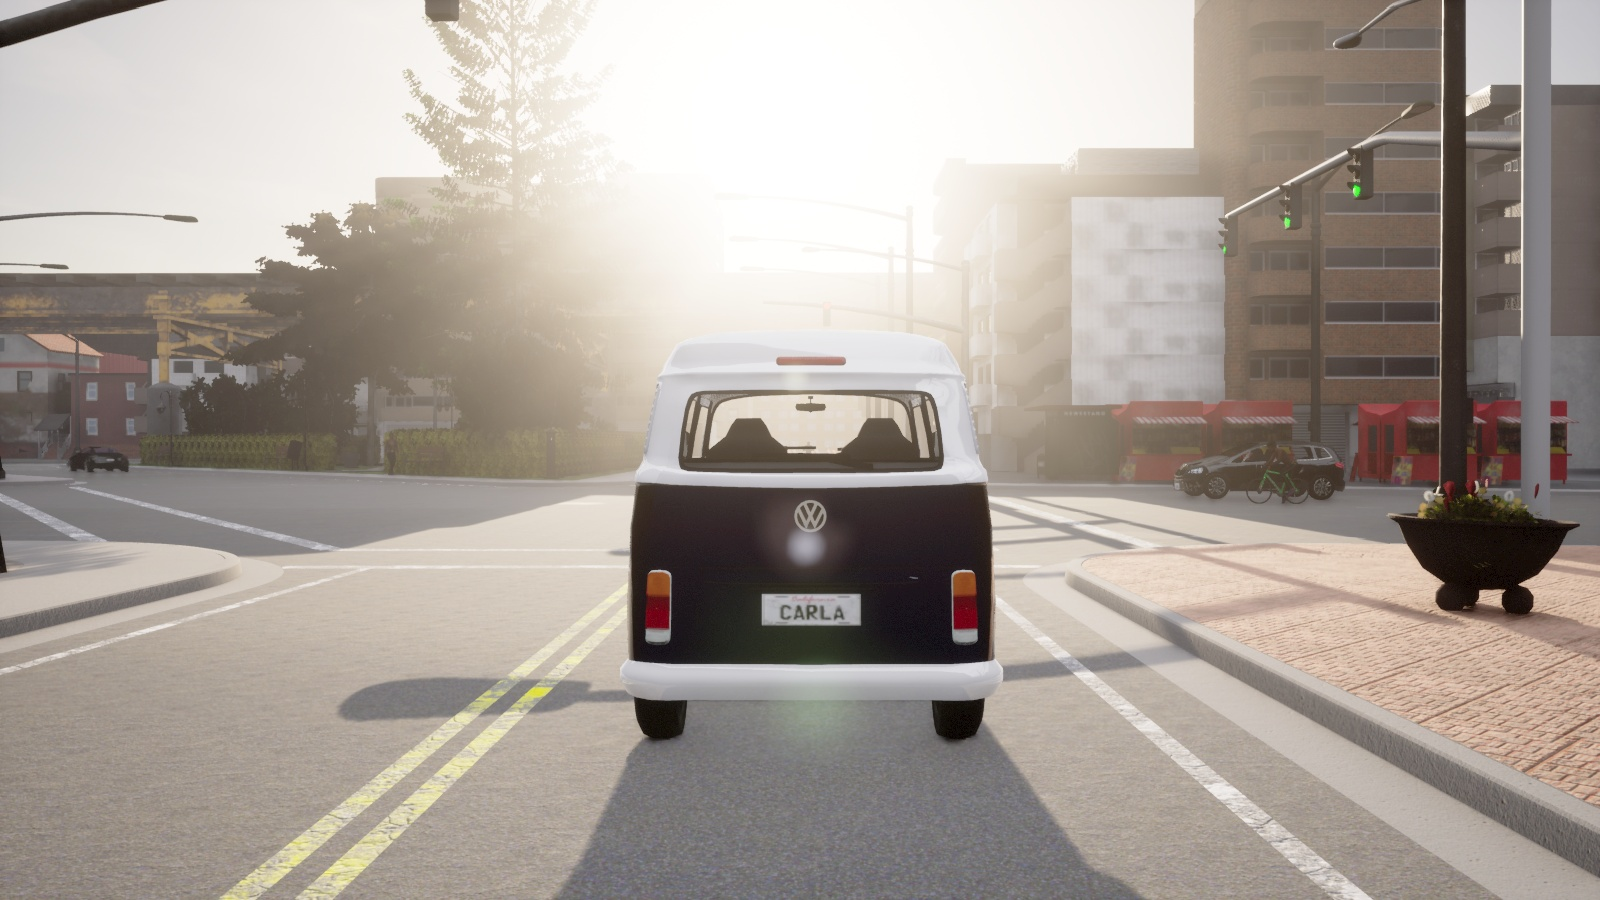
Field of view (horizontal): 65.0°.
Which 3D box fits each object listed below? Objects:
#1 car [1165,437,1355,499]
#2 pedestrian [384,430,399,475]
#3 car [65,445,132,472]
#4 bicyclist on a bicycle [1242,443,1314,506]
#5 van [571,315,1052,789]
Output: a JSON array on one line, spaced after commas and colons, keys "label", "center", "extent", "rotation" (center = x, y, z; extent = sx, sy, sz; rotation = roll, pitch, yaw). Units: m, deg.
[{"label": "car", "center": [13.121, 0.503, 36.080], "extent": [4.611, 1.667, 2.242], "rotation": [1, 0, 0]}, {"label": "pedestrian", "center": [-16.854, 0.100, 51.788], "extent": [0.328, 1.805, 0.869], "rotation": [0, 0, -36]}, {"label": "car", "center": [-36.733, 0.410, 65.702], "extent": [1.994, 1.385, 4.181], "rotation": [0, 0, -45]}, {"label": "bicyclist on a bicycle", "center": [12.392, 0.626, 32.583], "extent": [1.656, 1.620, 0.582], "rotation": [0, 0, 0]}, {"label": "van", "center": [0.066, 0.427, 7.651], "extent": [2.069, 2.038, 4.480], "rotation": [0, 0, 0]}]
